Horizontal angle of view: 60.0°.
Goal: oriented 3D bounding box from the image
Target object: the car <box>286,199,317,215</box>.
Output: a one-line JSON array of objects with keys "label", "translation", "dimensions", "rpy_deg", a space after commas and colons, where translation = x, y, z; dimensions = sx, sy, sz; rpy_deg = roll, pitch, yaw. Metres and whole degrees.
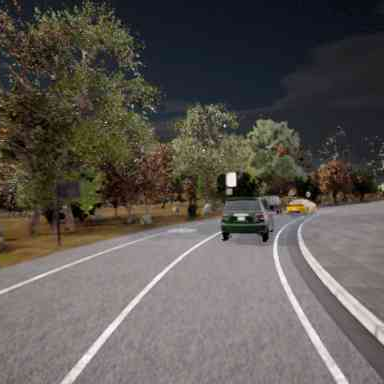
[{"label": "car", "translation": [11.144, 1.480, 33.737], "dimensions": [1.882, 1.535, 5.008], "rpy_deg": [-4, -2, 34]}]

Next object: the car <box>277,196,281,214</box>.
[{"label": "car", "translation": [7.516, 1.404, 34.647], "dimensions": [2.150, 2.045, 5.566], "rpy_deg": [-4, -2, 34]}]

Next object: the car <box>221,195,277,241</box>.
[{"label": "car", "translation": [2.955, 1.256, 17.116], "dimensions": [2.150, 2.045, 5.566], "rpy_deg": [-2, -1, 17]}]
